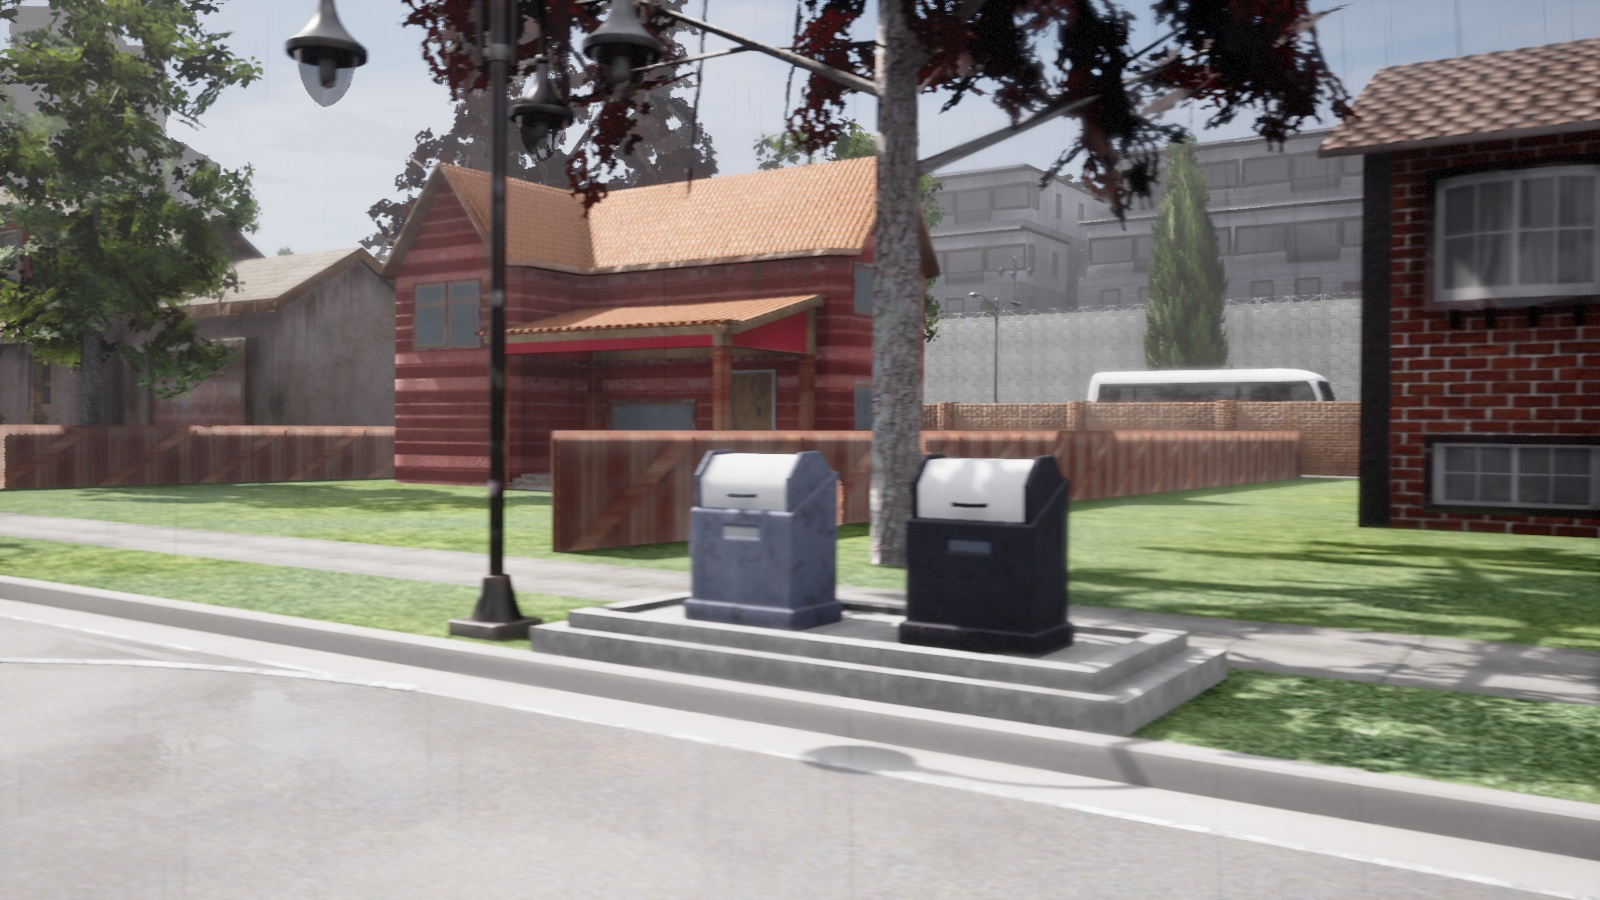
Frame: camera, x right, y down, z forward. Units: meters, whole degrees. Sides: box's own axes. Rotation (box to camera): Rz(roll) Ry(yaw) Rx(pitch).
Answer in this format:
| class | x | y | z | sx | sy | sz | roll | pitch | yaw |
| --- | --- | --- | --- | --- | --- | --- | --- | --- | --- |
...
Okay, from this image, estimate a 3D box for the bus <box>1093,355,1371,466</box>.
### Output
| class | x | y | z | sx | sy | sz | roll | pitch | yaw |
| --- | --- | --- | --- | --- | --- | --- | --- | --- | --- |
| bus | 17.830 | -1.520 | 52.119 | 10.273 | 4.253 | 3.944 | 0 | 1 | 31 |
